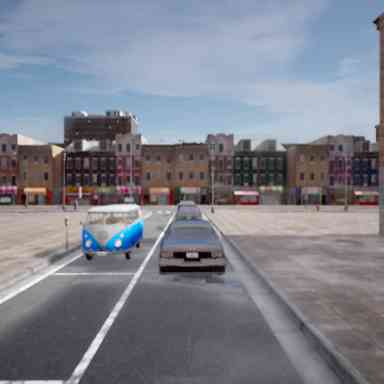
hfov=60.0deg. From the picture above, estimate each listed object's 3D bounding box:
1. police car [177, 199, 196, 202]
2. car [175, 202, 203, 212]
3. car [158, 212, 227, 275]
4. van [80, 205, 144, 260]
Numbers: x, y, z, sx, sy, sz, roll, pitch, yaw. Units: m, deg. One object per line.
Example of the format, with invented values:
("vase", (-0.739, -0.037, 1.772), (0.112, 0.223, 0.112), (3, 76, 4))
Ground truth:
("police car", (-0.511, 1.549, 33.399), (1.930, 1.638, 5.238), (0, 0, -2))
("car", (-0.219, 1.629, 22.433), (2.033, 1.411, 5.357), (0, 0, -1))
("car", (-0.037, 1.584, 10.530), (2.033, 1.411, 5.357), (0, 0, -1))
("van", (-2.813, 1.384, 12.339), (1.690, 1.788, 3.998), (-1, 0, -1))
